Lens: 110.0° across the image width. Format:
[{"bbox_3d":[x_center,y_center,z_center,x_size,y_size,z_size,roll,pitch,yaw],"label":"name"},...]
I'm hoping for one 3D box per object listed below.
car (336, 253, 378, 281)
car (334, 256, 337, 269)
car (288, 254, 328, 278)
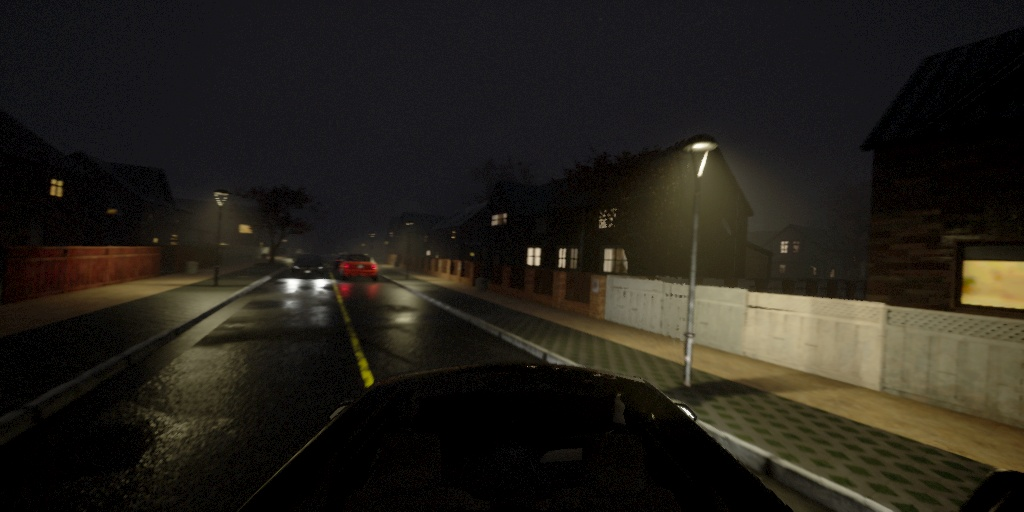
[{"bbox_3d":[-10.208,0.613,23.751,2.097,1.767,4.553,3,0,-28],"label":"car"},{"bbox_3d":[-16.141,0.545,34.845,1.994,1.385,4.181,3,0,-27],"label":"car"},{"bbox_3d":[-13.293,0.612,23.536,1.812,1.442,4.674,3,0,-28],"label":"car"}]
